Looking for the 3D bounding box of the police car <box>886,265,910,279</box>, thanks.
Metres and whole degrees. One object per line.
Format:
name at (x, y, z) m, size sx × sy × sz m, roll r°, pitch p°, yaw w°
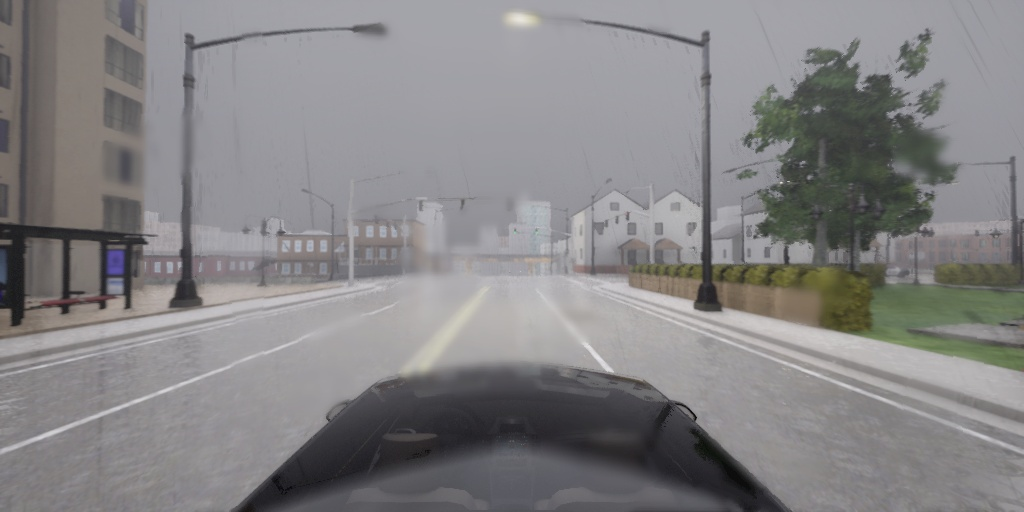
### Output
police car at (41.096, 1.790, 40.023) m, size 4.974 × 1.542 × 2.038 m, roll 0°, pitch -1°, yaw -1°
